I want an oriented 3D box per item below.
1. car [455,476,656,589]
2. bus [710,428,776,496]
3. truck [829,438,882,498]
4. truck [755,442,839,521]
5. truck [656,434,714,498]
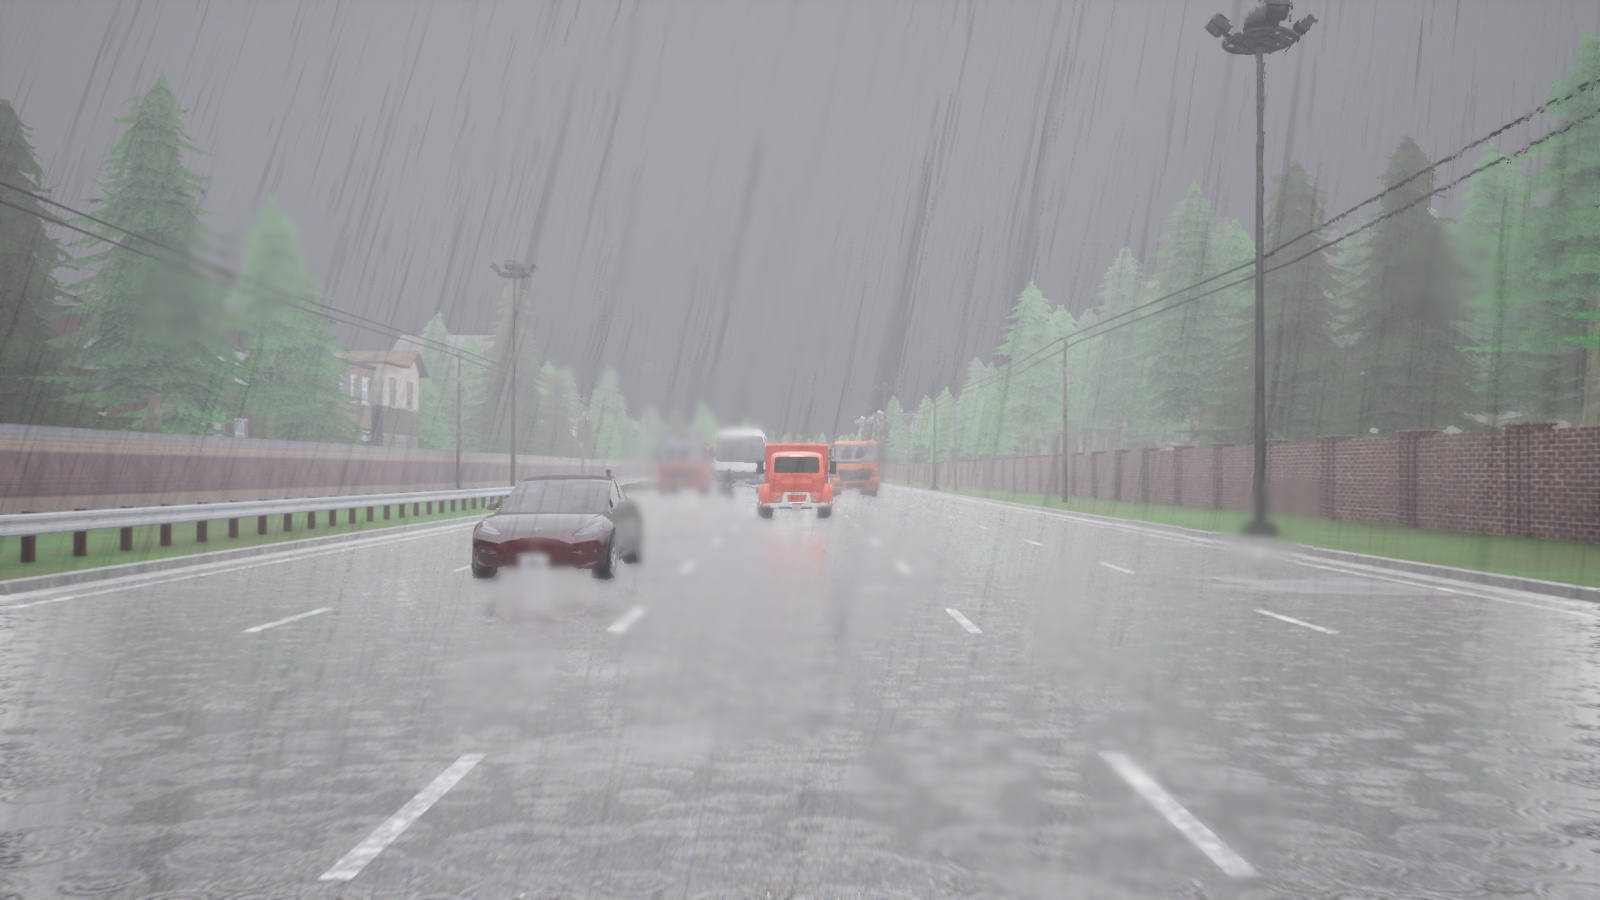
[{"bbox_3d":[-3.553,1.151,19.240,2.163,1.488,4.792,0,-1,0],"label":"car"},{"bbox_3d":[-3.707,0.861,84.113,3.944,4.253,10.273,0,-1,0],"label":"bus"},{"bbox_3d":[3.312,1.107,76.898,2.891,3.462,7.936,0,-1,0],"label":"truck"},{"bbox_3d":[-0.102,1.027,41.716,2.627,2.467,5.204,0,-1,0],"label":"truck"},{"bbox_3d":[-7.196,1.012,79.654,2.891,3.827,8.468,0,-1,0],"label":"truck"}]
